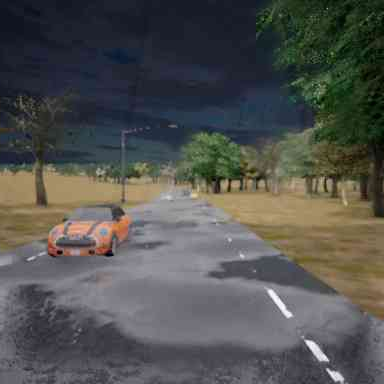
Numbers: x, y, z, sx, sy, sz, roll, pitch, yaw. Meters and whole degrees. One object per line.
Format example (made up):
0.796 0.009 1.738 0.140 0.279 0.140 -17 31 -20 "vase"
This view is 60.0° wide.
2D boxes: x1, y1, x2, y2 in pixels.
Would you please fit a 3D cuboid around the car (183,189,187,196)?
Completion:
-1.285 0.193 86.593 2.033 1.411 5.357 0 1 -2 "car"

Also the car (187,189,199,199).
0.422 0.591 68.017 1.801 1.575 5.366 0 1 -1 "car"

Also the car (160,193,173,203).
-4.074 0.927 53.684 1.812 1.442 4.674 0 1 -1 "car"

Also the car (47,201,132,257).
-3.635 1.281 12.579 2.097 1.767 4.553 0 0 0 "car"
